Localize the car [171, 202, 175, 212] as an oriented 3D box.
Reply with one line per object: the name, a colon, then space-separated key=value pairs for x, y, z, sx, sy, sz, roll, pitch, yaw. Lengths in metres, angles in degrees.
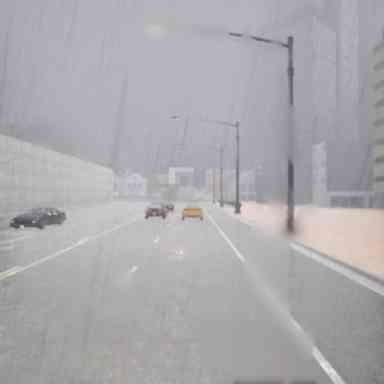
car: x=-3.415 y=1.977 z=45.280 sx=1.895 sy=1.301 sz=4.718 roll=0 pitch=0 yaw=1

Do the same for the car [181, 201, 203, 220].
car: x=0.037 y=1.735 z=30.889 sx=1.882 sy=1.535 sz=5.008 roll=0 pitch=-1 yaw=0

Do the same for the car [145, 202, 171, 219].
car: x=-3.382 y=1.793 z=32.151 sx=1.812 sy=1.442 sz=4.674 roll=0 pitch=0 yaw=0

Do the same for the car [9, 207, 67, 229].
car: x=-10.478 y=1.772 z=23.175 sx=2.033 sy=1.411 sz=5.357 roll=0 pitch=0 yaw=0

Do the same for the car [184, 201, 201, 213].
car: x=0.070 y=1.909 z=43.437 sx=2.033 sy=1.411 sz=5.357 roll=0 pitch=0 yaw=1
